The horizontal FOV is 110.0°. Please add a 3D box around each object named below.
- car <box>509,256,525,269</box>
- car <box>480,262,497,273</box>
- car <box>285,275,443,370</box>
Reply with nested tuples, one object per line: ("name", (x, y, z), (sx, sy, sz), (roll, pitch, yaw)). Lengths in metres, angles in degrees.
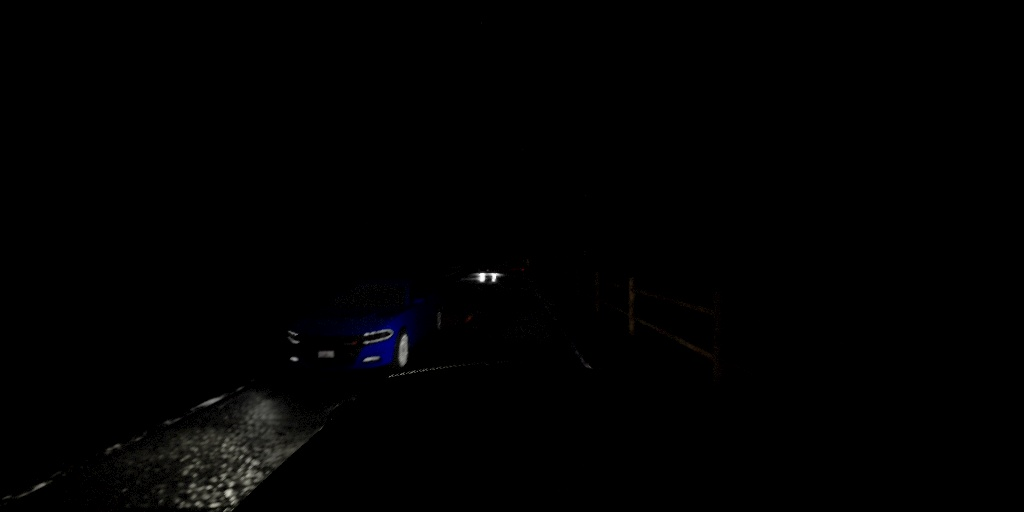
("car", (0.964, 1.038, 60.330), (2.150, 2.045, 5.566), (0, 0, 0))
("car", (-2.834, 1.389, 44.149), (1.895, 1.301, 4.718), (0, 0, 0))
("car", (-2.838, 1.230, 7.979), (1.882, 1.535, 5.008), (0, 0, 0))
